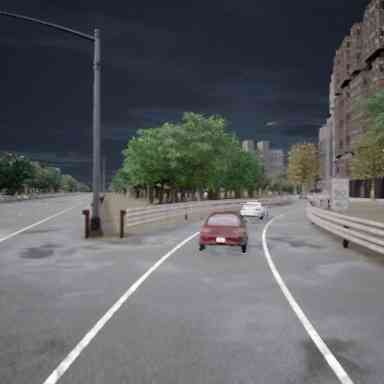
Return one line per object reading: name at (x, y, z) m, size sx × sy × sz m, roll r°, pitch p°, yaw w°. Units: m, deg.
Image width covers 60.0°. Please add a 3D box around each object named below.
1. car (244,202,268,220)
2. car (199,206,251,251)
car at (5.426, 1.556, 28.764) m, size 1.812 × 1.442 × 4.674 m, roll 0°, pitch 0°, yaw 20°
car at (1.433, 1.535, 14.088) m, size 1.812 × 1.442 × 4.674 m, roll 0°, pitch 0°, yaw 10°
